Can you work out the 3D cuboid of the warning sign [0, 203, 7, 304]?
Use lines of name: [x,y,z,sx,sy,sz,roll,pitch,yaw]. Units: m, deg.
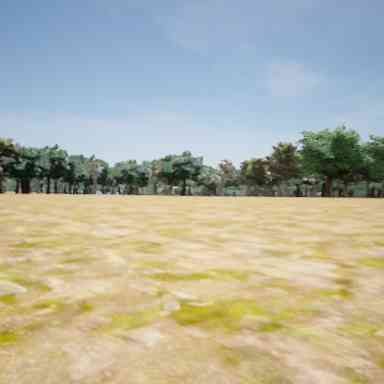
warning sign: [-4.316,1.118,6.029,1.060,1.860,1.300,2,0,37]
